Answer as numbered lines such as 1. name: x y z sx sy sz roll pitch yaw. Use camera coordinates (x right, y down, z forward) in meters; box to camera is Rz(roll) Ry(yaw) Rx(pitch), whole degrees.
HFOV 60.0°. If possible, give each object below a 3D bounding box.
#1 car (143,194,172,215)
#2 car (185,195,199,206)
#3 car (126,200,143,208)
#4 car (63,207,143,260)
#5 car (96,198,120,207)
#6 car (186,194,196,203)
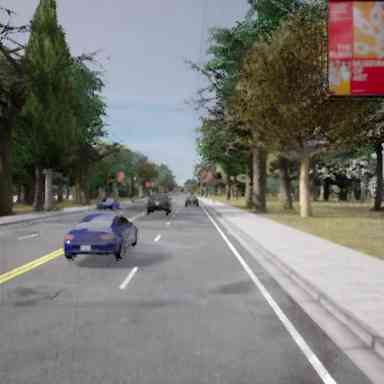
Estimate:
1. car: -3.220 1.189 33.421 2.150 2.045 5.566 0 0 -1
2. car: -0.018 1.334 52.950 2.097 1.767 4.553 0 0 0
3. car: -6.663 1.572 39.965 1.895 1.301 4.718 0 0 0
4. car: -3.172 1.505 12.216 1.812 1.442 4.674 0 0 0
5. car: -9.912 1.450 39.612 1.882 1.535 5.008 0 0 0
6. car: -0.253 1.391 72.909 2.097 1.767 4.553 0 0 -1
